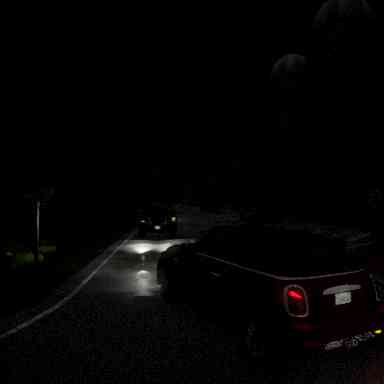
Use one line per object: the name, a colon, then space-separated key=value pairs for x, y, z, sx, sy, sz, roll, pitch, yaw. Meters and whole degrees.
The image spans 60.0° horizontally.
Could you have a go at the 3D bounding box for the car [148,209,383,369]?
car: x=1.015 y=1.409 z=6.302 sx=2.097 sy=1.767 sz=4.553 roll=1 pitch=0 yaw=-28

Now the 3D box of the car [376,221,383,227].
car: x=10.327 y=1.577 z=15.901 sx=3.866 sy=1.878 sz=1.905 roll=1 pitch=-2 yaw=-36

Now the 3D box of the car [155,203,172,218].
car: x=-3.751 y=2.376 z=43.970 sx=2.097 sy=1.767 sz=4.553 roll=0 pitch=-1 yaw=-4

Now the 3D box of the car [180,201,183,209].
car: x=-3.492 y=3.345 z=87.925 sx=2.150 sy=2.045 sz=5.566 roll=0 pitch=-1 yaw=-4

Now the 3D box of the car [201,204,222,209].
car: x=3.772 y=3.070 z=65.383 sx=4.181 sy=1.381 sz=1.994 roll=0 pitch=-1 yaw=-5

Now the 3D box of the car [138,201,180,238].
car: x=-2.080 y=1.648 z=20.894 sx=2.150 sy=2.045 sz=5.566 roll=0 pitch=-1 yaw=-4

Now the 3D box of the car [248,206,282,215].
car: x=6.721 y=2.149 z=32.515 sx=3.988 sy=1.617 sz=1.851 roll=0 pitch=-1 yaw=-5
